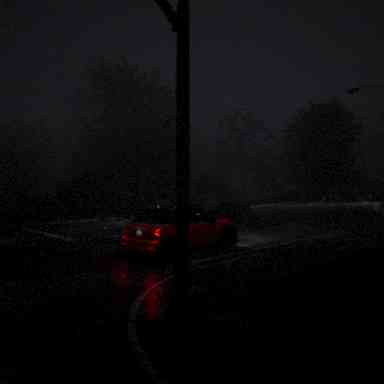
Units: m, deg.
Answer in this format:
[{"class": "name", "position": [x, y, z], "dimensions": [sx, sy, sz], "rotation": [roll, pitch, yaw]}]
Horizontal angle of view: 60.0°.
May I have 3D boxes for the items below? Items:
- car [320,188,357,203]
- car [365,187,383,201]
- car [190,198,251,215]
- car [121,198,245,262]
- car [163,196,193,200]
[{"class": "car", "position": [16.746, 0.315, 38.046], "dimensions": [4.902, 1.511, 2.128], "rotation": [-4, 2, -29]}, {"class": "car", "position": [21.119, 0.152, 36.474], "dimensions": [4.902, 1.511, 2.128], "rotation": [-4, 2, -27]}, {"class": "car", "position": [1.924, 1.303, 23.789], "dimensions": [5.357, 1.411, 2.033], "rotation": [-2, 1, -39]}, {"class": "car", "position": [-0.275, 1.307, 12.316], "dimensions": [2.097, 1.767, 4.553], "rotation": [1, 1, 42]}, {"class": "car", "position": [-1.486, 1.133, 25.441], "dimensions": [4.553, 1.767, 2.097], "rotation": [-2, 1, -39]}]
